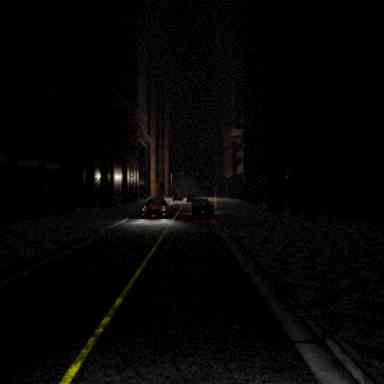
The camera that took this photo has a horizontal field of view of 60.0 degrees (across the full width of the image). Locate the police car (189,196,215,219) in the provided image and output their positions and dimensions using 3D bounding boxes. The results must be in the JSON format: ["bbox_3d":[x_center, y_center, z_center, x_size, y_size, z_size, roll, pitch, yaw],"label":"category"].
[{"bbox_3d":[0.900,1.397,28.958,1.930,1.638,5.238,0,0,0],"label":"police car"}]

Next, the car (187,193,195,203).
[{"bbox_3d":[0.001,1.248,65.342,2.097,1.767,4.553,0,0,0],"label":"car"}]

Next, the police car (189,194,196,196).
[{"bbox_3d":[0.900,1.379,38.960,1.930,1.638,5.238,0,0,0],"label":"police car"}]

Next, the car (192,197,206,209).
[{"bbox_3d":[0.901,1.467,44.850,1.812,1.442,4.674,0,0,0],"label":"car"}]

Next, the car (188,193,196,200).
[{"bbox_3d":[0.001,1.042,80.341,2.097,1.767,4.553,0,0,0],"label":"car"}]

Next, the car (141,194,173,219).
[{"bbox_3d":[-3.097,1.324,28.829,2.097,1.767,4.553,0,0,0],"label":"car"}]

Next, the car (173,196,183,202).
[{"bbox_3d":[-3.000,1.431,69.971,1.994,1.385,4.181,0,0,0],"label":"car"}]
